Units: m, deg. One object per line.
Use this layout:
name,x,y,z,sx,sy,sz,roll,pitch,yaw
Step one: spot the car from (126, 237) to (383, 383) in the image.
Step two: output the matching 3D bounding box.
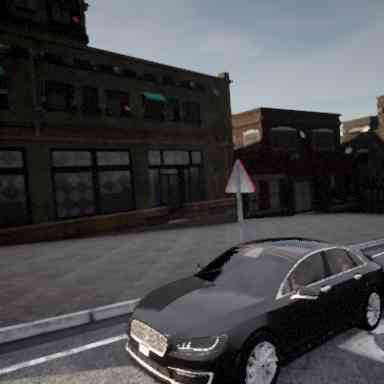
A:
car,1.341,1.547,5.292,4.892,1.490,1.837,0,-1,-39
